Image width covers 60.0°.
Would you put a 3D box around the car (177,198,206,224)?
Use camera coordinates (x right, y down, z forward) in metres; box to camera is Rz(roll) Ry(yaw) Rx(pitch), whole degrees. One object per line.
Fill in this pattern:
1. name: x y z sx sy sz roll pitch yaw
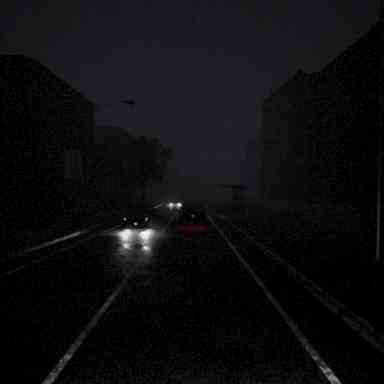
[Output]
1. car: 0.055 1.502 25.140 1.882 1.535 5.008 0 0 0

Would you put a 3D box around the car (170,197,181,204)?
1. car: -3.128 1.530 64.024 1.895 1.301 4.718 0 1 1

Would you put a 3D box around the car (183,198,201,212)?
1. car: 0.022 1.548 41.472 2.128 1.511 4.902 0 0 0

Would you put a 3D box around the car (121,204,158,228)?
1. car: -3.421 1.567 22.862 2.033 1.411 5.357 0 0 0
